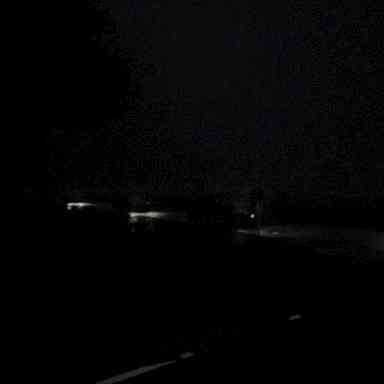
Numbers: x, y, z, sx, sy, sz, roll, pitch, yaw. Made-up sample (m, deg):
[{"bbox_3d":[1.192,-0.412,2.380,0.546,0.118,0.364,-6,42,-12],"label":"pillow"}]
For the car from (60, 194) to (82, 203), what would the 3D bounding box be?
[{"bbox_3d":[-17.589,0.879,48.378,1.895,1.301,4.718,-1,1,-36],"label":"car"}]

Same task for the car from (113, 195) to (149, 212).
[{"bbox_3d":[-5.914,1.030,32.137,1.882,1.535,5.008,-1,1,-36],"label":"car"}]

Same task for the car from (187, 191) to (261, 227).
[{"bbox_3d":[1.872,0.986,21.393,2.150,2.045,5.566,-1,2,-36],"label":"car"}]

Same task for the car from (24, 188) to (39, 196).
[{"bbox_3d":[-40.523,-0.002,84.711,2.150,2.045,5.566,-1,1,-36],"label":"car"}]
